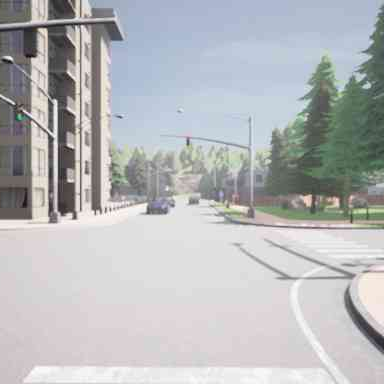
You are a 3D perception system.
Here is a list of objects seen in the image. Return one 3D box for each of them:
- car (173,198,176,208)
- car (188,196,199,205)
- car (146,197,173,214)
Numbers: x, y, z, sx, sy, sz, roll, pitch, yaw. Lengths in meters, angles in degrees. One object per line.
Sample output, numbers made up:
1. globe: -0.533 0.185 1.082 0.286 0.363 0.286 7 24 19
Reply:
1. car: -3.310 1.411 46.357 2.128 1.511 4.902 0 0 1
2. car: 0.323 1.451 56.357 2.033 1.411 5.357 0 0 0
3. car: -3.395 1.293 33.884 2.097 1.767 4.553 0 0 0
